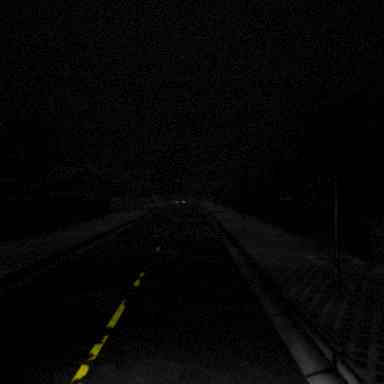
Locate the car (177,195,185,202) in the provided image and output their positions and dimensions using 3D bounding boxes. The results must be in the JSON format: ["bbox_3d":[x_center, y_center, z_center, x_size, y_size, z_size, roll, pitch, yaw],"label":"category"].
[{"bbox_3d":[-3.123,1.688,90.245,2.097,1.767,4.553,0,0,-4],"label":"car"}]
